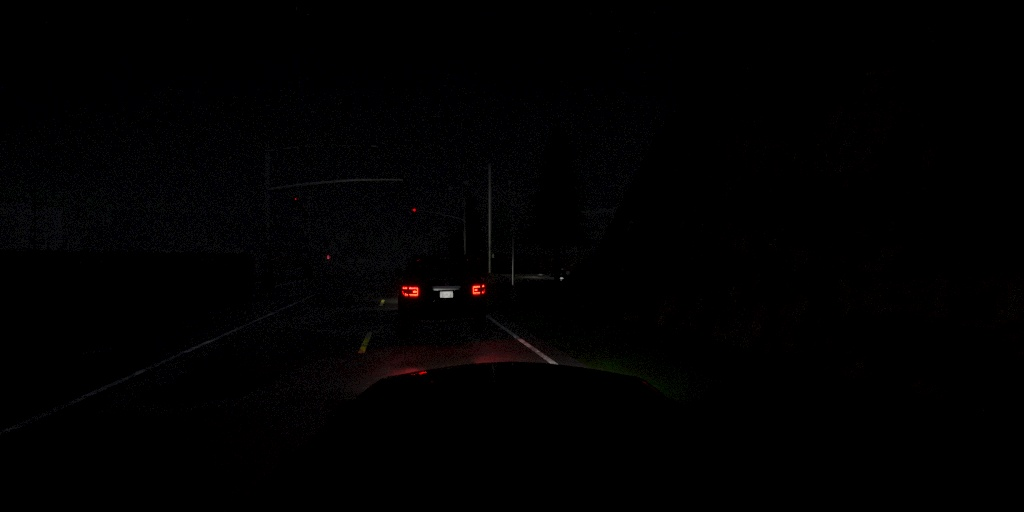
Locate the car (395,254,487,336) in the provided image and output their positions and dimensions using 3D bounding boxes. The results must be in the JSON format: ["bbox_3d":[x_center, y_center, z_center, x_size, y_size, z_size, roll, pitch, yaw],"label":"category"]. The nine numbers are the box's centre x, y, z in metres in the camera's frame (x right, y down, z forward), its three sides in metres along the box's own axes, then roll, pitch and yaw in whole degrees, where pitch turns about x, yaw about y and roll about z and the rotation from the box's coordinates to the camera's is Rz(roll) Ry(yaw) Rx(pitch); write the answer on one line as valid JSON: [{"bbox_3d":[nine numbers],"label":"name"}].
[{"bbox_3d":[-2.256,0.971,10.740,2.150,2.045,5.566,0,0,-17],"label":"car"}]

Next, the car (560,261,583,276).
[{"bbox_3d":[6.571,1.228,35.306,5.008,1.535,1.882,0,0,-19],"label":"car"}]
